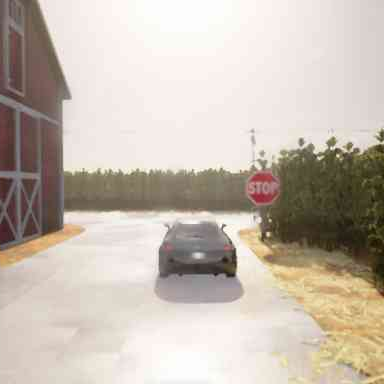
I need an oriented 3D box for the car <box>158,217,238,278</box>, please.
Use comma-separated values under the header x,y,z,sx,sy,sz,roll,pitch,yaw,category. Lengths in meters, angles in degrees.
x,y,z,sx,sy,sz,roll,pitch,yaw,category
0.114,1.397,9.665,1.994,1.385,4.181,0,1,-1,car
